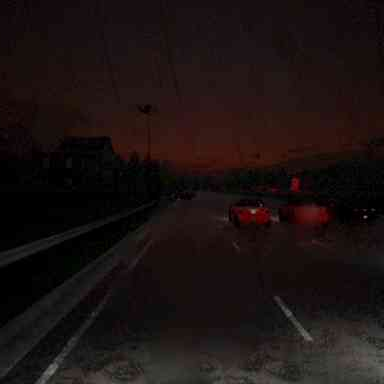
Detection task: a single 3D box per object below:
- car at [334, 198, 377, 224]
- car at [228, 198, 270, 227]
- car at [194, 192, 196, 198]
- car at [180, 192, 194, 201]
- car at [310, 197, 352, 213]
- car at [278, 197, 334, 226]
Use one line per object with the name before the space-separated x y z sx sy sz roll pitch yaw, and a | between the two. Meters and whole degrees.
car | 10.601 1.307 22.752 2.128 1.511 4.902 0 0 0
car | 3.601 1.176 21.627 2.097 1.767 4.553 0 0 0
car | 0.004 0.721 82.737 2.033 1.411 5.357 0 0 0
car | -1.223 0.816 66.014 2.097 1.767 4.553 0 0 0
car | 14.102 1.270 34.196 2.033 1.411 5.357 0 0 0
car | 7.101 1.176 21.685 2.097 1.767 4.553 0 0 0
